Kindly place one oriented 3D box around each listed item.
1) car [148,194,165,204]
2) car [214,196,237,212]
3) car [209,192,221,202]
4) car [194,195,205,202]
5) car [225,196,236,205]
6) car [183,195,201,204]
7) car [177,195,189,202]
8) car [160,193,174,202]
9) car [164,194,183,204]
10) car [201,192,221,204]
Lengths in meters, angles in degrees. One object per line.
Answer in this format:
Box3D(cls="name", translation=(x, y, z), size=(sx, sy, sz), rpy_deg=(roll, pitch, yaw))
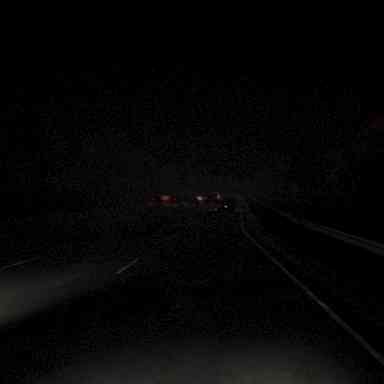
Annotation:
Box3D(cls="car", translation=(-6.839, 1.456, 62.448), size=(1.837, 1.490, 4.892), rpy_deg=(0, 0, 8))
Box3D(cls="car", translation=(3.961, 1.547, 38.282), size=(1.994, 1.385, 4.181), rpy_deg=(0, 0, 8))
Box3D(cls="car", translation=(5.033, 1.023, 71.310), size=(2.150, 2.045, 5.566), rpy_deg=(0, 0, 8))
Box3D(cls="car", translation=(1.563, 1.316, 71.775), size=(1.812, 1.442, 4.674), rpy_deg=(0, 0, 8))
Box3D(cls="car", translation=(6.792, 1.502, 58.256), size=(1.812, 1.442, 4.674), rpy_deg=(0, 0, 8))
Box3D(cls="car", translation=(0.091, 1.441, 61.460), size=(1.882, 1.535, 5.008), rpy_deg=(0, 0, 8))
Box3D(cls="car", translation=(-1.902, 1.339, 72.270), size=(1.994, 1.385, 4.181), rpy_deg=(0, 0, 8))
Box3D(cls="car", translation=(-5.371, 1.135, 72.734), size=(2.097, 1.767, 4.553), rpy_deg=(0, 0, 8))
Box3D(cls="car", translation=(-3.315, 1.483, 62.367), size=(1.812, 1.442, 4.674), rpy_deg=(0, 0, 8))
Box3D(cls="car", translation=(3.561, 1.191, 60.995), size=(2.150, 2.045, 5.566), rpy_deg=(0, 0, 8))
